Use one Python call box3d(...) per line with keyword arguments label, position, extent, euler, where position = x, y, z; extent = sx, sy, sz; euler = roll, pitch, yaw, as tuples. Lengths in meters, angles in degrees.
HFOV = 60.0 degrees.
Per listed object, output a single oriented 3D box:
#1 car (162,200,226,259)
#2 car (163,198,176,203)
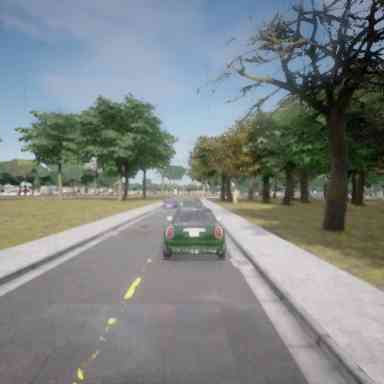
box3d(label="car", position=(0.083, 1.348, 12.733), extent=(2.097, 1.767, 4.553), euler=(0, 0, 0))
box3d(label="car", position=(-2.843, 1.510, 43.790), extent=(1.812, 1.442, 4.674), euler=(0, 0, 0))
